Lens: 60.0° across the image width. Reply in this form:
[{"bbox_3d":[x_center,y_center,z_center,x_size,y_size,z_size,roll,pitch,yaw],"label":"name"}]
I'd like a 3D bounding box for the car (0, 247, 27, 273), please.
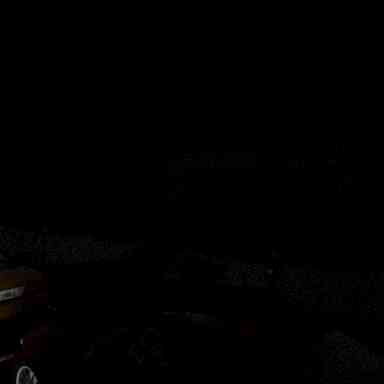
[{"bbox_3d":[-4.670,1.523,6.419,4.829,1.417,1.752,0,1,36],"label":"car"}]

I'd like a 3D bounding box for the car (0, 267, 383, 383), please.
[{"bbox_3d":[0.011,1.581,3.070,4.206,1.307,1.802,0,1,36],"label":"car"}]
